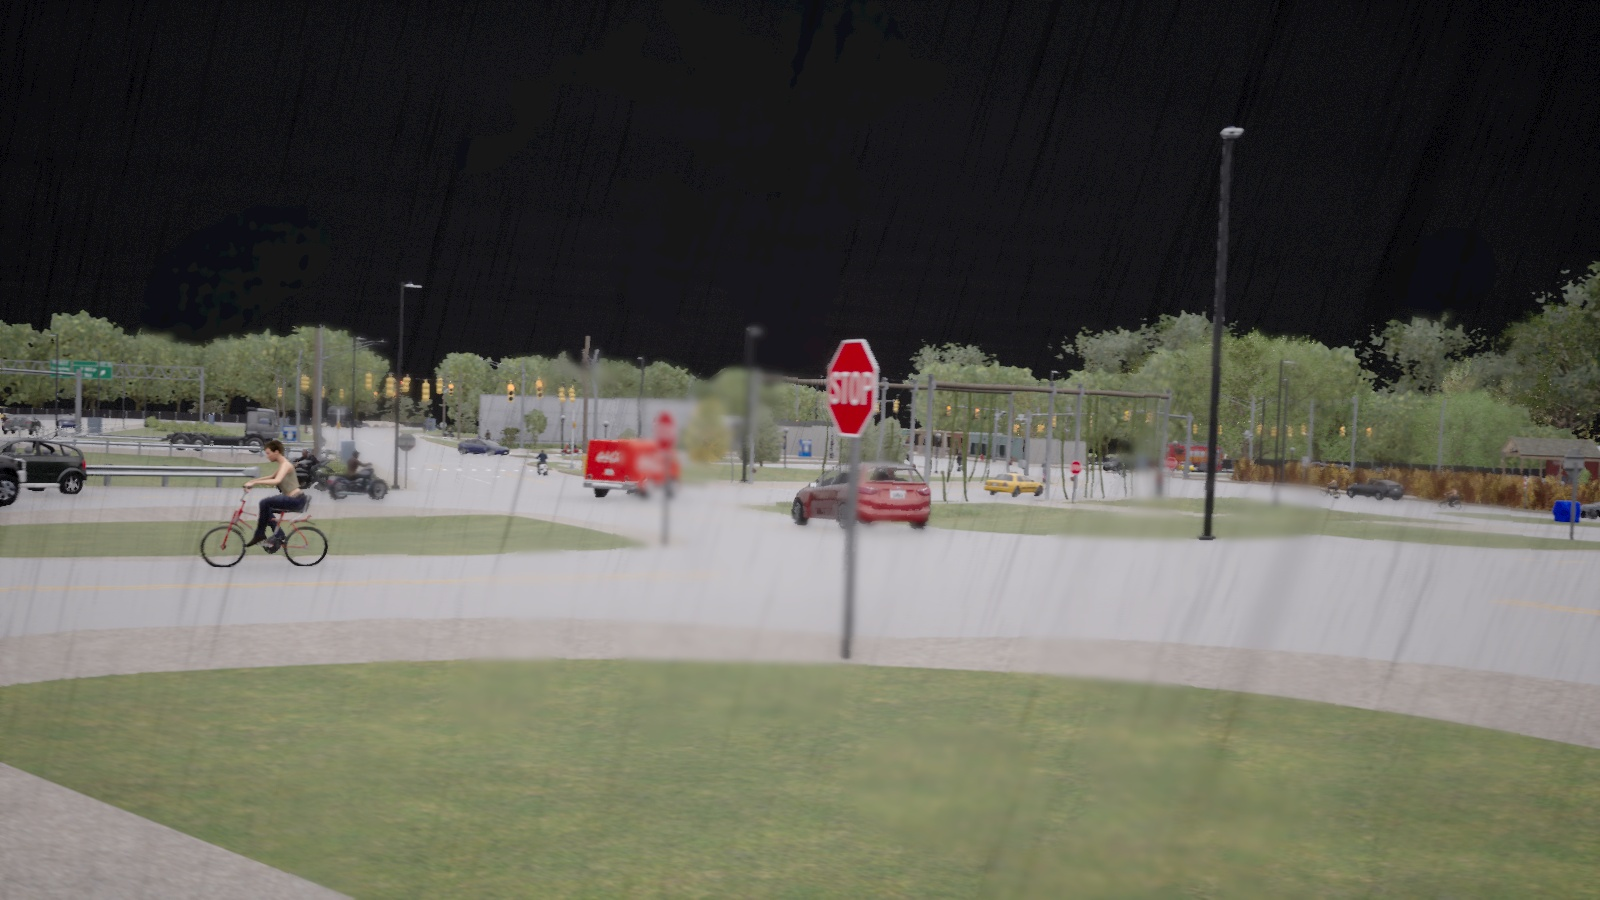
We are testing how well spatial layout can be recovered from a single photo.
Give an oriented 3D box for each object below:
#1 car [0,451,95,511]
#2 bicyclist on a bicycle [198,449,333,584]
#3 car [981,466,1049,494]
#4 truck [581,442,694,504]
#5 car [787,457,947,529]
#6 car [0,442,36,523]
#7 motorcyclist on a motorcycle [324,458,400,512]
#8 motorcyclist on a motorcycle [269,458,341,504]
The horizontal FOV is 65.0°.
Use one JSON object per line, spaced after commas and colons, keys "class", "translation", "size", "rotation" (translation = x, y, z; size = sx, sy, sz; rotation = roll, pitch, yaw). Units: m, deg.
{"class": "car", "translation": [-21.604, 0.832, 34.322], "size": [1.789, 1.549, 3.705], "rotation": [2, 0, 23]}
{"class": "bicyclist on a bicycle", "translation": [-6.696, 0.802, 15.762], "size": [1.509, 1.612, 0.866], "rotation": [0, 0, -23]}
{"class": "car", "translation": [13.737, 1.896, 79.932], "size": [1.801, 1.575, 5.366], "rotation": [3, 2, 39]}
{"class": "truck", "translation": [-6.954, 0.979, 54.346], "size": [2.627, 2.467, 5.204], "rotation": [2, 0, 20]}
{"class": "car", "translation": [1.576, 1.057, 31.625], "size": [2.242, 1.667, 4.611], "rotation": [0, -2, -22]}
{"class": "car", "translation": [-19.304, 0.704, 27.725], "size": [1.932, 1.855, 4.605], "rotation": [1, -1, 2]}
{"class": "motorcyclist on a motorcycle", "translation": [-14.152, 1.128, 40.641], "size": [0.766, 1.649, 2.350], "rotation": [3, 0, 28]}
{"class": "motorcyclist on a motorcycle", "translation": [-17.101, 1.073, 43.444], "size": [0.866, 1.530, 2.191], "rotation": [3, 0, 31]}
